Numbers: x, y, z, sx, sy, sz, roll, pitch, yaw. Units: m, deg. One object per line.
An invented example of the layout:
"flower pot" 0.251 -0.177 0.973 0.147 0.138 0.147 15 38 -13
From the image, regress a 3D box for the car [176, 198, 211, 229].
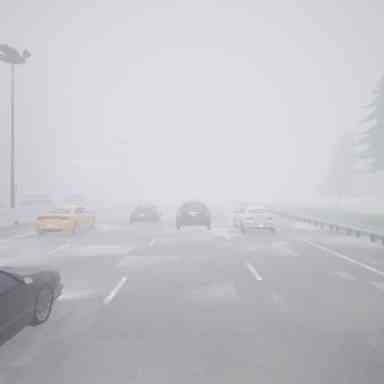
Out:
"car" 0.100 1.356 21.664 2.097 1.767 4.553 0 0 0

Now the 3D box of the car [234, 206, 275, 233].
"car" 3.602 1.530 19.634 1.812 1.442 4.674 0 0 0

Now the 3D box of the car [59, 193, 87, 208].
"car" -17.568 1.231 49.565 2.150 2.045 5.566 0 0 0

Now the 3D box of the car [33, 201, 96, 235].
"car" -6.899 1.481 18.708 1.882 1.535 5.008 0 0 0

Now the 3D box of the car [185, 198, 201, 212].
"car" 0.103 1.513 40.629 1.837 1.490 4.892 0 0 0

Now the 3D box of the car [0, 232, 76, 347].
"car" -3.399 1.548 3.998 2.033 1.411 5.357 0 0 0

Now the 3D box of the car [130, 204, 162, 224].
"car" -3.398 1.569 24.994 1.994 1.385 4.181 0 0 0
